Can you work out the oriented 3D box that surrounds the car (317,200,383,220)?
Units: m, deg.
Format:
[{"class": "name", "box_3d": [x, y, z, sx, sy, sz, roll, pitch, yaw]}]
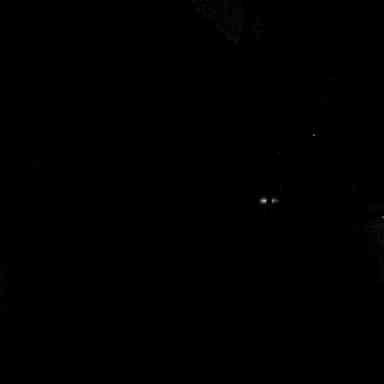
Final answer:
[{"class": "car", "box_3d": [13.117, 1.569, 27.632, 2.033, 1.411, 5.357, 1, 0, -36]}]
